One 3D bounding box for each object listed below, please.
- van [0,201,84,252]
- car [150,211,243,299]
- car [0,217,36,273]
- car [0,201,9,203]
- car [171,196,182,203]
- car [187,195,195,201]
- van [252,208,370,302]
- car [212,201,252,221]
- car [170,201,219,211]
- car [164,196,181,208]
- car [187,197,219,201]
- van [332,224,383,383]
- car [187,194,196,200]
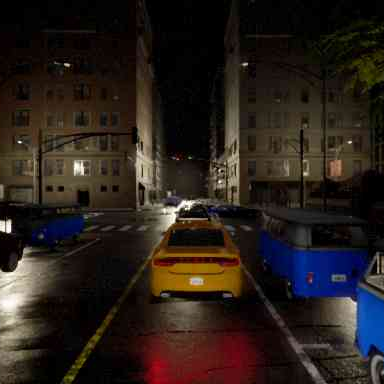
[{"bbox_3d":[-5.796,1.338,13.640,1.690,1.788,3.998,0,0,0],"label":"van"},{"bbox_3d":[0.114,1.477,8.540,1.882,1.535,5.008,0,0,1],"label":"car"},{"bbox_3d":[-5.822,1.544,7.980,1.887,1.381,4.507,0,0,0],"label":"car"},{"bbox_3d":[-13.016,1.583,25.638,4.718,1.301,1.895,0,0,-1],"label":"car"},{"bbox_3d":[-3.141,1.522,69.690,2.033,1.411,5.357,0,0,-1],"label":"car"},{"bbox_3d":[-0.313,1.584,89.208,1.895,1.301,4.718,0,0,-1],"label":"car"},{"bbox_3d":[2.705,1.340,7.952,1.690,1.788,3.998,0,0,0],"label":"van"},{"bbox_3d":[3.061,1.570,25.784,4.718,1.301,1.895,0,0,-1],"label":"car"},{"bbox_3d":[0.075,1.486,17.959,2.128,1.511,4.902,0,0,0],"label":"car"},{"bbox_3d":[-3.050,1.463,48.917,1.882,1.535,5.008,0,0,0],"label":"car"},{"bbox_3d":[2.270,1.470,29.025,4.902,1.511,2.128,0,0,-1],"label":"car"},{"bbox_3d":[2.680,1.341,2.295,1.690,1.788,3.998,0,0,0],"label":"van"},{"bbox_3d":[-0.226,1.340,79.427,2.097,1.767,4.553,0,0,-1],"label":"car"}]
